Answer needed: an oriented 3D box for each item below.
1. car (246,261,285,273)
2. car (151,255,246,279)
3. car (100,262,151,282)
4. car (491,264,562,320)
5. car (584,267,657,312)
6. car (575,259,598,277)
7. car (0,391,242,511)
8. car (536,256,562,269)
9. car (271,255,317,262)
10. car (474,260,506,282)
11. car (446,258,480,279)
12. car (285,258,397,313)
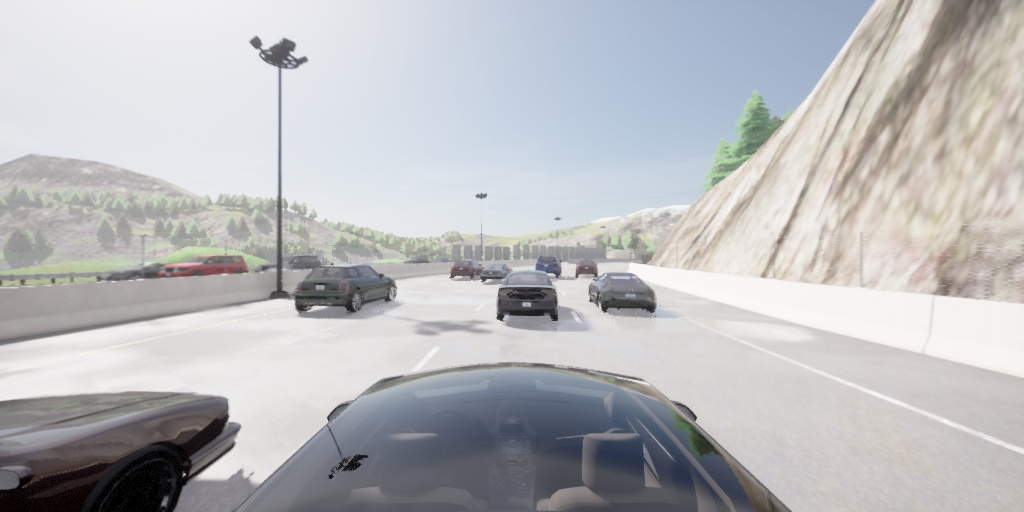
[{"bbox_3d":[-15.884,1.275,25.246,1.994,1.385,4.181,0,0,8],"label":"car"},{"bbox_3d":[-22.752,0.919,26.846,2.150,2.045,5.566,0,0,8],"label":"car"},{"bbox_3d":[-26.380,1.176,25.946,2.128,1.511,4.902,0,0,7],"label":"car"},{"bbox_3d":[0.587,1.229,12.668,1.882,1.535,5.008,0,0,4],"label":"car"},{"bbox_3d":[4.228,1.325,14.292,1.994,1.385,4.181,0,0,5],"label":"car"},{"bbox_3d":[7.437,1.122,35.681,2.097,1.767,4.553,0,0,12],"label":"car"},{"bbox_3d":[-3.372,1.289,0.731,2.033,1.411,5.357,0,0,0],"label":"car"},{"bbox_3d":[3.545,0.981,34.329,2.150,2.045,5.566,0,0,11],"label":"car"},{"bbox_3d":[-18.699,0.926,30.351,2.150,2.045,5.566,0,0,9],"label":"car"},{"bbox_3d":[-1.125,1.296,28.353,2.033,1.411,5.357,0,0,9],"label":"car"},{"bbox_3d":[-3.927,1.093,32.370,2.097,1.767,4.553,0,0,10],"label":"car"},{"bbox_3d":[-6.305,1.087,14.187,2.097,1.767,4.553,0,0,4],"label":"car"}]
